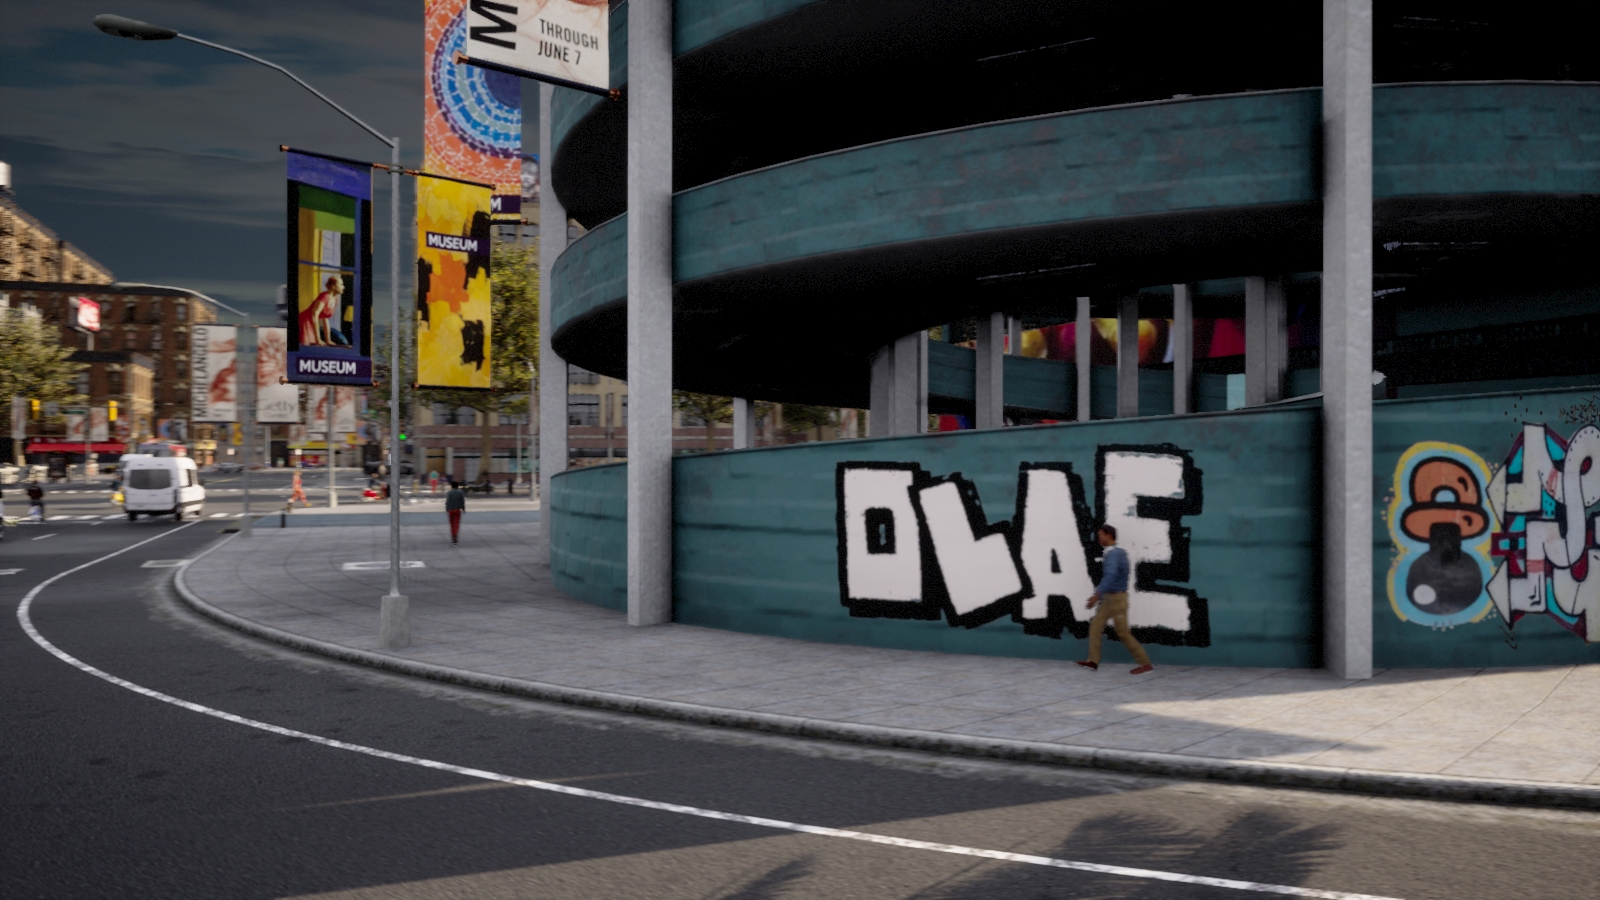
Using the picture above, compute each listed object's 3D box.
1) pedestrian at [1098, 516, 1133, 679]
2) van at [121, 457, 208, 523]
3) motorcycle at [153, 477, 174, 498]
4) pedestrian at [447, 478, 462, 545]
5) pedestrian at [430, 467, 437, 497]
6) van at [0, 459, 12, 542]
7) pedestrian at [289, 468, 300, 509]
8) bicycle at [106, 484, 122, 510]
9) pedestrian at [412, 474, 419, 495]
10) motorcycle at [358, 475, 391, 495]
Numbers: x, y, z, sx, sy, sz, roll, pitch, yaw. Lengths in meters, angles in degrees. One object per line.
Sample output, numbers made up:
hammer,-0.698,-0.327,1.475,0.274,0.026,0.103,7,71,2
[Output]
pedestrian,3.716,1.719,13.444,0.375,1.860,0.375,0,0,19
van,-26.567,1.594,47.985,1.988,2.561,5.915,0,0,-17
motorcycle,-38.394,2.267,68.952,0.856,1.236,1.805,0,0,-20
pedestrian,-9.814,1.741,32.435,0.375,1.860,0.375,0,0,-21
pedestrian,-22.374,1.943,69.809,0.375,1.860,0.375,0,0,-11
van,-25.102,1.573,33.489,1.988,2.561,5.915,0,0,-21
pedestrian,-23.119,1.765,52.241,0.375,1.860,0.375,0,0,-38
bicycle,-33.476,2.278,55.764,0.329,1.171,1.835,0,0,-20
pedestrian,-24.855,2.229,73.914,0.375,1.300,0.375,0,0,-28
motorcycle,-27.731,2.281,74.403,1.805,1.236,0.856,0,2,-43
